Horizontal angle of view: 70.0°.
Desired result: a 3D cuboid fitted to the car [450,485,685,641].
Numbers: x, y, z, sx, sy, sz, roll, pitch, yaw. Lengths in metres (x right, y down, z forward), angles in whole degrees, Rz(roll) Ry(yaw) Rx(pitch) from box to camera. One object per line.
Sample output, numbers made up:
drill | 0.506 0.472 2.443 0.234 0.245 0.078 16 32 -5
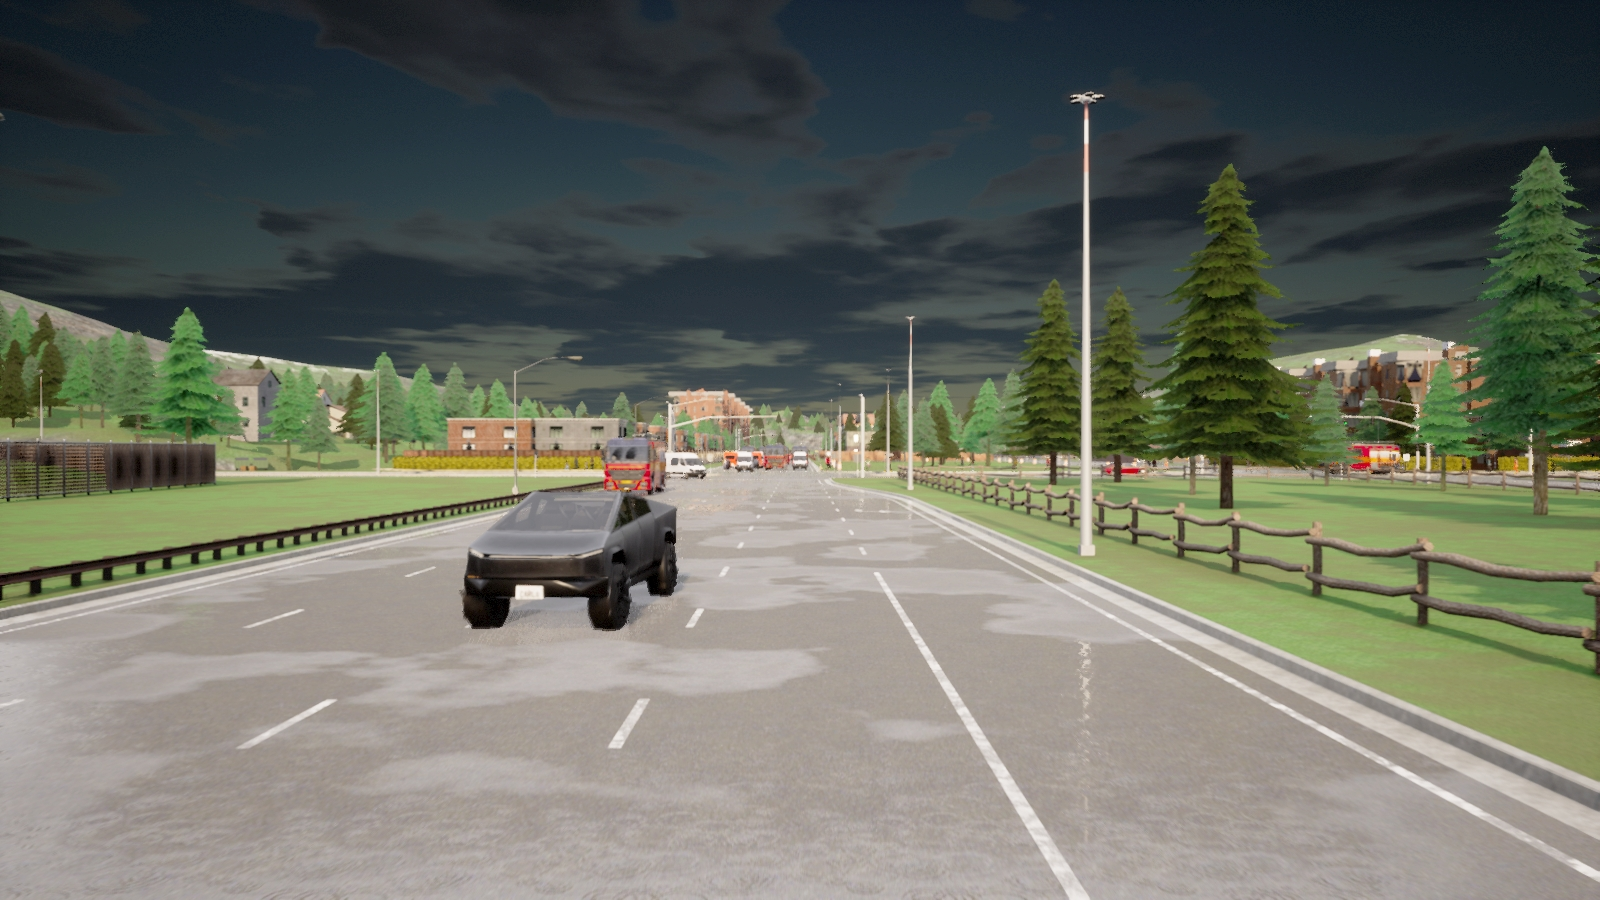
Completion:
car | -3.766 1.760 20.033 2.390 2.098 6.274 0 0 5

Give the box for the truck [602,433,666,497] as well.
truck | -10.498 0.912 73.036 2.891 3.827 8.468 0 0 0
